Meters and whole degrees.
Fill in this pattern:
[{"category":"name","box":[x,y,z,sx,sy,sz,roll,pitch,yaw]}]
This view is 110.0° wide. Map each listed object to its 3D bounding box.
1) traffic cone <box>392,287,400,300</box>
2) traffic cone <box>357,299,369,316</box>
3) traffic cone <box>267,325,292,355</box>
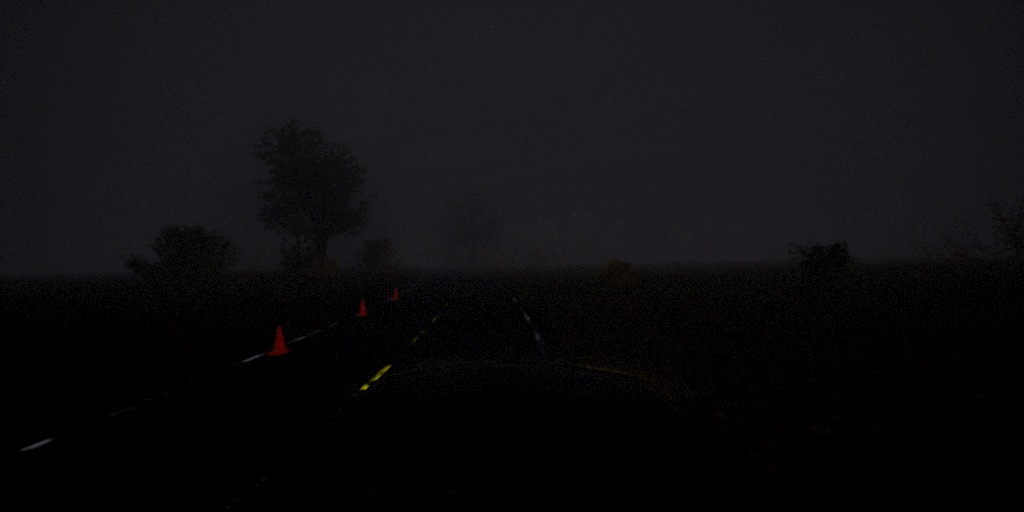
[{"category":"traffic cone","box":[-5.682,1.821,17.561,0.340,0.580,0.340,0,0,-6]},{"category":"traffic cone","box":[-5.272,1.809,12.669,0.340,0.580,0.340,0,0,-4]},{"category":"traffic cone","box":[-5.027,1.800,7.766,0.340,0.580,0.340,0,0,-2]}]
